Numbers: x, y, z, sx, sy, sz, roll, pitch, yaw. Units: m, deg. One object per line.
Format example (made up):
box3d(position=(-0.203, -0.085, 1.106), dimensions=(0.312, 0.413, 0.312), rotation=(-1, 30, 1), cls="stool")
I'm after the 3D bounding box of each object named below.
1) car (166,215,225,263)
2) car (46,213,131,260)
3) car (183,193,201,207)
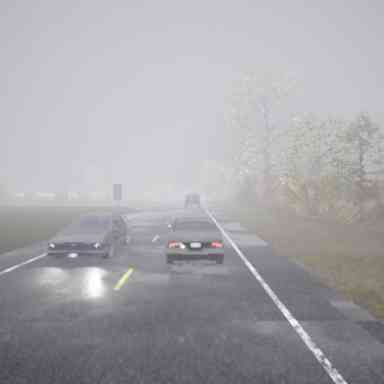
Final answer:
box3d(position=(0.088, 1.534, 11.803), dimensions=(2.033, 1.411, 5.357), rotation=(0, 0, 0), cls="car")
box3d(position=(-3.595, 1.534, 12.712), dimensions=(2.033, 1.411, 5.357), rotation=(0, 0, 0), cls="car")
box3d(position=(0.092, 1.142, 49.593), dimensions=(2.150, 2.045, 5.566), rotation=(0, 0, 0), cls="car")
